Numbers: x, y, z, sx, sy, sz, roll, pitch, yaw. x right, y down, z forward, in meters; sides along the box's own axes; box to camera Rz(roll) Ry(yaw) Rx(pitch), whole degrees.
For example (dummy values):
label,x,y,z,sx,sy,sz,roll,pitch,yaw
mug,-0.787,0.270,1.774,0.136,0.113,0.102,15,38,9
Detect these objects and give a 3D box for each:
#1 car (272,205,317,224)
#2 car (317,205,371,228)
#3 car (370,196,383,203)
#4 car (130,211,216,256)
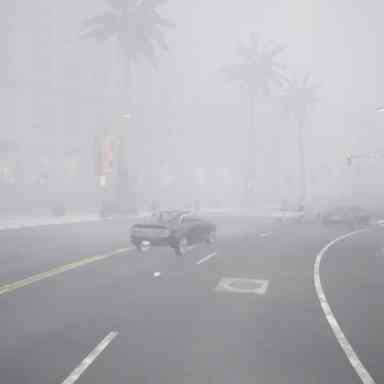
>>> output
label,x,y,z,sx,sy,sz,roll,pitch,yaw
car,7.983,1.615,24.841,1.895,1.301,4.718,0,0,45
car,10.456,1.571,22.364,1.994,1.385,4.181,0,0,45
car,40.420,1.511,72.304,2.161,1.482,4.786,0,0,44
car,-0.535,1.493,13.327,2.128,1.511,4.902,0,0,24
